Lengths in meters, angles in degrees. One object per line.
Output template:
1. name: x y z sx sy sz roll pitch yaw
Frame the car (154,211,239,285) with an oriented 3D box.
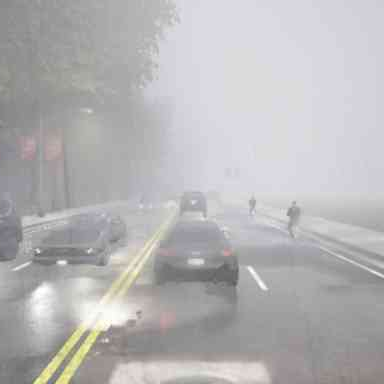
1. car: 0.096 1.454 9.177 1.994 1.385 4.181 0 1 0

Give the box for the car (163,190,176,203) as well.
1. car: -3.333 0.636 52.510 2.150 2.045 5.566 0 1 0

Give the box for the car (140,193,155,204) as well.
1. car: -6.589 0.951 49.474 1.837 1.490 4.892 0 1 0

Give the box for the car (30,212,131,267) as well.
1. car: -3.355 1.413 11.241 2.033 1.411 5.357 0 1 0

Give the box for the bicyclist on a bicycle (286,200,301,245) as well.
1. bicyclist on a bicycle: 4.138 1.209 13.705 0.659 1.776 1.843 0 1 0

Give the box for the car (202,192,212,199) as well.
1. car: 3.224 0.785 71.783 1.994 1.385 4.181 0 0 0

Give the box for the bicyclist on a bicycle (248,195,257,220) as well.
1. bicyclist on a bicycle: 4.134 1.105 22.903 0.659 1.776 1.843 0 1 0

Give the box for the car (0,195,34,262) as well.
1. car: -6.604 1.116 8.667 2.150 2.045 5.566 0 1 0

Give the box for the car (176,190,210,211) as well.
1. car: 0.090 0.902 27.715 2.150 2.045 5.566 0 1 0

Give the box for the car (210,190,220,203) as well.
1. car: 3.330 0.624 53.800 2.150 2.045 5.566 0 1 0
